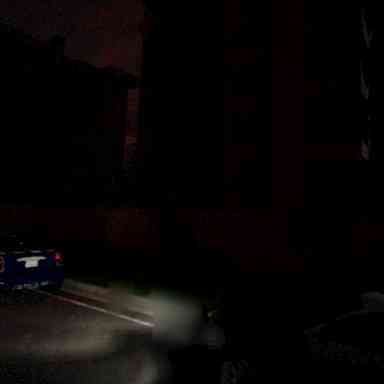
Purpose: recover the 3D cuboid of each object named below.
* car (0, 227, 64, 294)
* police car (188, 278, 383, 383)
[{"bbox_3d":[-5.735,1.810,9.514,4.553,1.767,2.097,0,-5,35],"label":"car"},{"bbox_3d":[2.344,1.852,3.861,5.238,1.638,1.930,0,-5,35],"label":"police car"}]
